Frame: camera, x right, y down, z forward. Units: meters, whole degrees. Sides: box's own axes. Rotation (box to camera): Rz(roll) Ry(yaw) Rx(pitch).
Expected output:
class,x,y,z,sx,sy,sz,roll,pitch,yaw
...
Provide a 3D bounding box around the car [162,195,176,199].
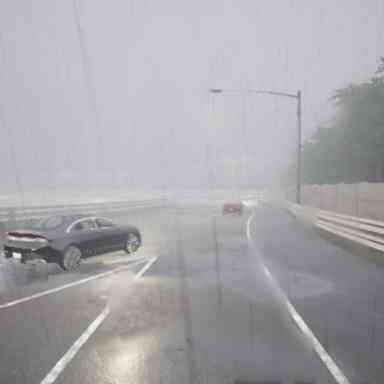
class,x,y,z,sx,sy,sz,roll,pitch,yaw
car,-7.062,1.419,94.918,1.994,1.385,4.181,0,0,-24

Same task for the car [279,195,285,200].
class,x,y,z,sx,sy,sz,roll,pitch,yaw
car,25.489,1.667,90.900,4.674,1.442,1.812,0,0,-30

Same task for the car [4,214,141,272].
class,x,y,z,sx,sy,sz,roll,pitch,yaw
car,-3.562,1.471,10.959,2.128,1.511,4.902,0,0,25

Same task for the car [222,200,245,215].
class,x,y,z,sx,sy,sz,roll,pitch,yaw
car,4.274,1.522,33.908,1.882,1.535,5.008,0,0,13
